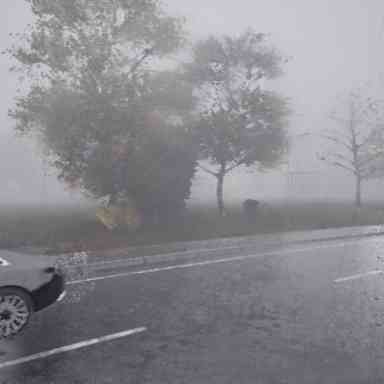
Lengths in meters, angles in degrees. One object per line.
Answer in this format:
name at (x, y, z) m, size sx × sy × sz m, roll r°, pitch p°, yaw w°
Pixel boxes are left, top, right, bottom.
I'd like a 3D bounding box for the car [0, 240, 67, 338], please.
car at (-4.479, 1.473, 4.979) m, size 4.902 × 1.511 × 2.128 m, roll 0°, pitch 0°, yaw -35°
